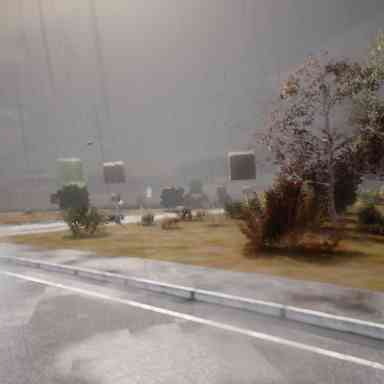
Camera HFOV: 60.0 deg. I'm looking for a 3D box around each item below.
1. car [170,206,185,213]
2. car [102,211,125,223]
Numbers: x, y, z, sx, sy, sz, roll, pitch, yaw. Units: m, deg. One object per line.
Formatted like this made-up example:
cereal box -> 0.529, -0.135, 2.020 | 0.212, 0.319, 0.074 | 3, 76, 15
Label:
car -> -2.346, 3.323, 63.181 | 1.994, 1.385, 4.181 | -4, -3, 32
car -> -8.911, 2.501, 32.941 | 1.895, 1.301, 4.718 | -4, -2, 32
